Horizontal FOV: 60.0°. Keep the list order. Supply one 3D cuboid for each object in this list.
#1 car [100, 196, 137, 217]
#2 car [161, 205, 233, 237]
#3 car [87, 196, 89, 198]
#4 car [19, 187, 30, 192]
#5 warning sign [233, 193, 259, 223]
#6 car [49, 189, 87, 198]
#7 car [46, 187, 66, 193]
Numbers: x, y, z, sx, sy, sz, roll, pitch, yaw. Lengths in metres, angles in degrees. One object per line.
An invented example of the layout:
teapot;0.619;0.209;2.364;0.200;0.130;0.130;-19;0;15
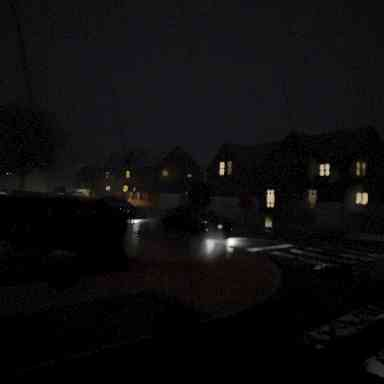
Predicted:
car;-5.866;1.078;25.306;1.837;1.490;4.892;2;0;-35
car;0.156;1.368;16.848;1.994;1.385;4.181;2;0;-35
car;-14.878;0.769;42.927;2.033;1.411;5.357;2;0;-35
car;-40.738;-0.419;80.751;2.097;1.767;4.553;-1;1;-36
warning sign;3.464;1.022;21.437;1.300;1.860;1.060;0;0;-36
car;-13.532;0.773;36.086;2.128;1.511;4.902;2;0;-35
car;-20.944;0.216;51.379;2.150;2.045;5.566;2;0;-35
